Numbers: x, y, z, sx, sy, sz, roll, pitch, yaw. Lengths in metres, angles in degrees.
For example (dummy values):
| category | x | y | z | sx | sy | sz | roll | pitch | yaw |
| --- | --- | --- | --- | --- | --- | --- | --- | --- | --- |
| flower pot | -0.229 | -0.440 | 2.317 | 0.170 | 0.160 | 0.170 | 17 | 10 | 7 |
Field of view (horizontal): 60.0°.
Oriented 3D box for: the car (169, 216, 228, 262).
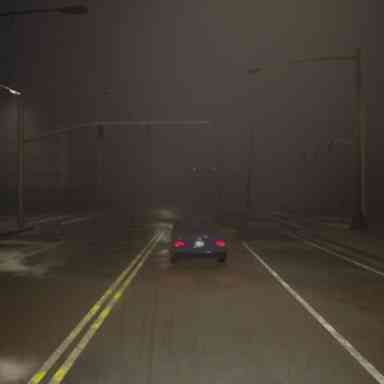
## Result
| category | x | y | z | sx | sy | sz | roll | pitch | yaw |
| --- | --- | --- | --- | --- | --- | --- | --- | --- | --- |
| car | 0.135 | 1.585 | 12.289 | 2.033 | 1.411 | 5.357 | 0 | 0 | -2 |
